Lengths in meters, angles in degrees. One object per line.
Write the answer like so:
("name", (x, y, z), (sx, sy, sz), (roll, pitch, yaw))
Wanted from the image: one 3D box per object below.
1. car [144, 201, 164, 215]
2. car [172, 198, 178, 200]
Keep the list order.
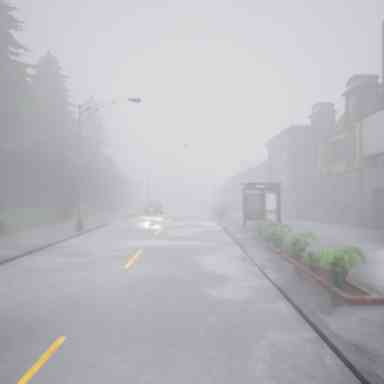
("car", (-4.107, 1.712, 36.367), (2.128, 1.511, 4.902), (0, 0, 0))
("car", (-4.043, 1.738, 77.809), (2.128, 1.511, 4.902), (0, 0, 0))
